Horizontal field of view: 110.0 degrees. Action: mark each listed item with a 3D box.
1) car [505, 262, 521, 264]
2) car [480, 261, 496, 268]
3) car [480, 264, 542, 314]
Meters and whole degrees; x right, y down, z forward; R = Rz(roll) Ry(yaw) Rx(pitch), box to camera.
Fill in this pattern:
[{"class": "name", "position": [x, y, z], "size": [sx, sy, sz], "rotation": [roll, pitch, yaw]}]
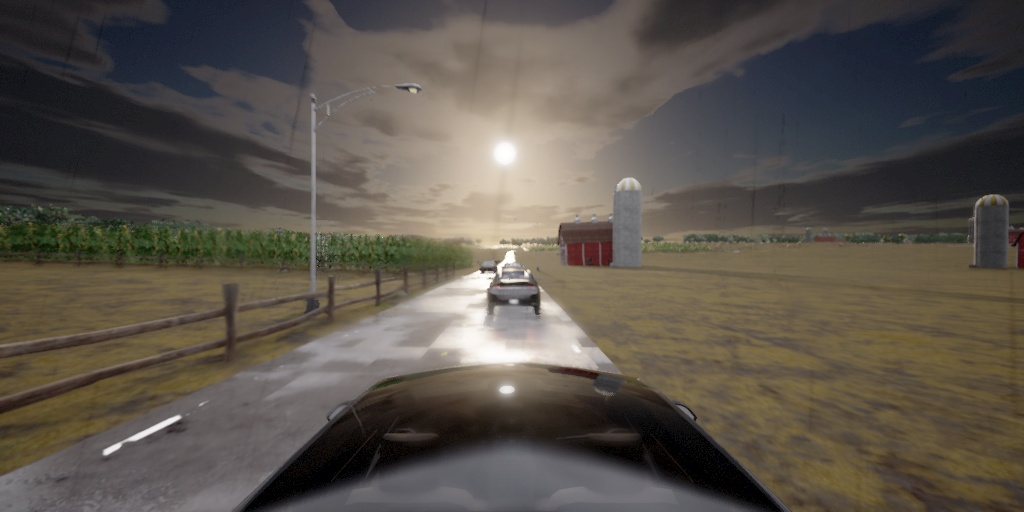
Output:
[{"class": "car", "position": [0.072, 1.264, 30.595], "size": [1.882, 1.535, 5.008], "rotation": [0, 0, 0]}, {"class": "car", "position": [-2.863, 1.322, 44.101], "size": [1.882, 1.535, 5.008], "rotation": [0, 0, 0]}, {"class": "car", "position": [0.078, 1.238, 13.791], "size": [2.128, 1.511, 4.902], "rotation": [0, 0, 0]}]
